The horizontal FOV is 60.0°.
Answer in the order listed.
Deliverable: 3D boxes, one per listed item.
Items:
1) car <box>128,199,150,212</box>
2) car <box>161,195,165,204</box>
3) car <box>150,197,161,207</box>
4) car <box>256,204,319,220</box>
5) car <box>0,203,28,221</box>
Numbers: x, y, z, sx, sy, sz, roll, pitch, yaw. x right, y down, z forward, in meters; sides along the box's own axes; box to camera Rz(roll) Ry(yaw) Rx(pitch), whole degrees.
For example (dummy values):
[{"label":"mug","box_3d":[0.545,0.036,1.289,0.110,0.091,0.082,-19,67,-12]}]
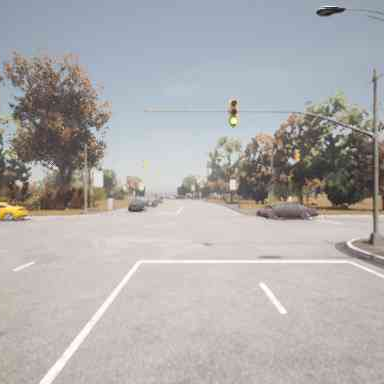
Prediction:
[{"label":"car","box_3d":[-7.100,1.790,43.460,1.882,1.535,5.008,0,0,0]},{"label":"car","box_3d":[-7.498,1.973,73.546,1.994,1.385,4.181,0,0,-3]},{"label":"car","box_3d":[-7.148,1.888,58.412,2.128,1.511,4.902,0,0,0]},{"label":"car","box_3d":[8.592,1.765,30.074,5.357,1.411,2.033,0,0,-3]},{"label":"car","box_3d":[-16.842,1.691,28.637,5.008,1.535,1.882,0,0,-3]}]
